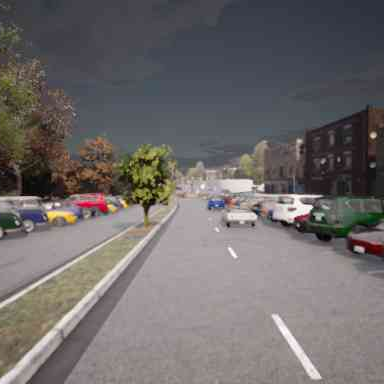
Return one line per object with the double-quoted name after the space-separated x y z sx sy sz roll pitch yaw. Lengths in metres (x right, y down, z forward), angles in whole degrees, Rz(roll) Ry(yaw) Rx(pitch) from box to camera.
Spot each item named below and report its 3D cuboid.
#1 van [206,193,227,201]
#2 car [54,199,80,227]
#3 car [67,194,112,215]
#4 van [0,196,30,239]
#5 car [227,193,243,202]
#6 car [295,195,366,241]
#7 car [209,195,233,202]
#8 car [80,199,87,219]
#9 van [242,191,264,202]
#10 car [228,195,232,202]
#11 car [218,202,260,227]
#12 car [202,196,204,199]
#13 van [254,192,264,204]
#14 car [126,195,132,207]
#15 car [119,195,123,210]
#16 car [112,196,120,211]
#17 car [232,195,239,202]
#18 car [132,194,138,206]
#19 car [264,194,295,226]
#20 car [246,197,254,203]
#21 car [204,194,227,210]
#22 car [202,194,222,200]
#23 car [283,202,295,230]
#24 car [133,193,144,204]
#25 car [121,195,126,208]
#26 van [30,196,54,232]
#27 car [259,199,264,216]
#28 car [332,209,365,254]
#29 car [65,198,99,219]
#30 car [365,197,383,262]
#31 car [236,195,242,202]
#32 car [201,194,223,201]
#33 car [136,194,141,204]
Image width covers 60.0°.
5.712 1.160 77.971 4.442 1.987 1.878 1 0 -25 "van"
-10.288 1.476 21.605 5.366 1.575 1.946 -1 0 -20 "car"
-10.516 1.223 30.453 5.566 2.045 2.435 -1 0 -20 "car"
-10.343 1.260 15.628 4.442 1.987 1.878 -1 0 -20 "van"
7.540 1.306 44.839 4.553 1.767 2.185 1 0 -22 "car"
7.769 1.217 14.743 5.566 2.045 2.435 1 0 -20 "car"
6.287 1.434 72.002 4.674 1.452 2.002 1 0 -24 "car"
-10.496 1.509 24.502 4.792 1.488 2.163 -1 0 -20 "car"
7.598 1.221 32.731 4.442 1.987 1.878 1 0 -20 "van"
7.605 1.437 41.820 4.892 1.521 2.231 1 0 -21 "car"
3.069 1.577 22.644 1.895 1.301 4.718 0 0 0 "car"
5.577 1.257 81.043 4.553 1.767 2.185 1 0 -25 "car"
7.618 1.228 26.706 4.442 1.987 1.878 1 0 -20 "van"
-10.610 1.464 42.340 5.008 1.535 2.097 -1 0 -21 "car"
-10.525 1.470 36.407 4.892 1.521 2.231 -1 0 -20 "car"
-10.333 1.466 33.507 5.366 1.575 1.946 -1 0 -20 "car"
7.667 1.440 38.802 5.008 1.535 2.097 1 0 -21 "car"
-10.795 1.489 48.249 4.792 1.488 2.163 -1 0 -22 "car"
7.760 1.210 20.751 5.566 2.045 2.435 1 0 -20 "car"
7.742 1.481 29.776 4.792 1.488 2.163 1 0 -20 "car"
2.928 1.432 42.029 1.882 1.535 5.008 0 0 -1 "car"
5.143 1.411 87.018 4.792 1.488 2.163 1 0 -26 "car"
7.740 1.464 17.732 5.008 1.535 2.097 1 0 -20 "car"
-10.974 1.455 54.185 5.008 1.535 2.097 -1 0 -22 "car"
-10.541 1.340 39.385 4.553 1.767 2.185 -1 0 -21 "car"
-10.351 1.257 18.606 4.442 1.987 1.878 -1 0 -20 "van"
7.731 1.458 23.743 5.008 1.535 2.097 1 0 -20 "car"
7.719 1.500 11.710 4.792 1.488 2.163 1 0 -20 "car"
-10.452 1.506 27.505 4.792 1.488 2.163 -1 0 -20 "car"
7.729 1.223 8.701 5.566 2.045 2.435 1 0 -20 "car"
7.857 1.444 35.860 5.366 1.575 1.946 1 0 -21 "car"
5.093 1.374 83.957 5.366 1.575 1.946 1 0 -26 "car"
-10.836 1.486 51.243 4.792 1.488 2.163 -1 0 -22 "car"
